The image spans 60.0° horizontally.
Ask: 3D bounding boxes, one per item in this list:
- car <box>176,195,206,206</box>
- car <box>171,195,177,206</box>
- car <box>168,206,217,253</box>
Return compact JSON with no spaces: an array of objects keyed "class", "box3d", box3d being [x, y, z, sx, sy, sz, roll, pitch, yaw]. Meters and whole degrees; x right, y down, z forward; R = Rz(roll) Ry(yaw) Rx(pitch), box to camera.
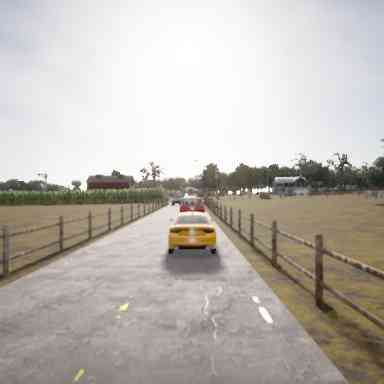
[{"class":"car","box3d":[0.021,1.447,29.038,2.150,2.045,5.566,0,0,0]},{"class":"car","box3d":[-2.742,1.591,64.105,2.150,2.045,5.566,0,0,1]},{"class":"car","box3d":[0.016,1.607,14.477,1.882,1.535,5.008,0,0,0]}]
